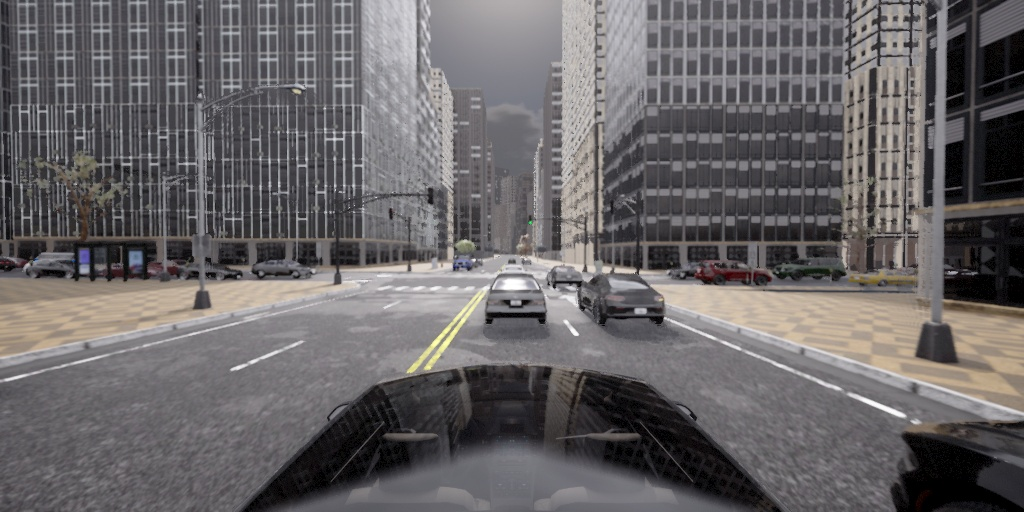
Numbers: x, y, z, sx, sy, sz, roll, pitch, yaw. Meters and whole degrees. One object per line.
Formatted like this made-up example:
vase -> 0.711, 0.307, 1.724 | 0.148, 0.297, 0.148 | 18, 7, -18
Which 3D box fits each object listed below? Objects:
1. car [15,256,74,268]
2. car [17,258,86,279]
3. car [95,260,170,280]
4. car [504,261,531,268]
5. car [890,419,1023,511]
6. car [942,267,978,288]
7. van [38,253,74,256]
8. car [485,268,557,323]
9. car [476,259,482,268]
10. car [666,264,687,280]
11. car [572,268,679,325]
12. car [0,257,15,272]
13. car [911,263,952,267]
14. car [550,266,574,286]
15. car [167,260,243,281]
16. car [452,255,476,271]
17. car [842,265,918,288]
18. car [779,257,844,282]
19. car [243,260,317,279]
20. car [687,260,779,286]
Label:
car -> -37.941, 0.936, 30.051 | 4.674, 1.442, 1.812 | 1, 1, 2
car -> -34.092, 1.056, 27.334 | 4.313, 1.339, 1.948 | 0, 0, 1
car -> -28.411, 1.124, 27.160 | 4.207, 1.307, 1.802 | 0, 0, 1
car -> 0.113, 1.326, 25.053 | 1.812, 1.442, 4.674 | 1, 0, 0
car -> 3.348, 1.229, 0.175 | 1.882, 1.535, 5.008 | 0, 0, 0
car -> 33.116, 1.671, 26.200 | 4.207, 1.307, 1.802 | 0, 0, 1
van -> -45.282, 0.586, 35.996 | 3.998, 1.789, 1.690 | 0, 0, 1
car -> 0.105, 1.285, 12.055 | 2.033, 1.411, 5.357 | 0, 0, 0
car -> -6.556, 1.162, 58.153 | 2.128, 1.511, 4.902 | 0, 0, 0
car -> 16.451, 1.337, 32.268 | 4.902, 1.511, 2.128 | 1, 1, 1
car -> 3.354, 1.264, 11.633 | 1.812, 1.442, 4.674 | 0, 0, 0
car -> -49.560, 0.754, 33.482 | 4.892, 1.490, 1.837 | 1, 1, 1
car -> 36.555, 1.375, 31.904 | 4.553, 1.767, 2.097 | 1, 1, 1
car -> 3.348, 1.341, 23.596 | 2.033, 1.411, 5.357 | 0, -2, 0
car -> -22.727, 1.160, 27.026 | 4.313, 1.339, 1.948 | 0, 0, 1
car -> -6.591, 0.909, 48.235 | 2.150, 2.045, 5.566 | 0, 0, 0
car -> 27.646, 1.566, 26.295 | 4.829, 1.417, 1.751 | 0, 0, 1
car -> 26.535, 1.156, 32.089 | 5.566, 2.045, 2.150 | 1, 1, 1
car -> -18.795, 1.076, 29.651 | 4.902, 1.511, 2.128 | 1, 1, 1
car -> 16.197, 1.256, 26.493 | 5.009, 1.841, 2.192 | 0, 0, 1
